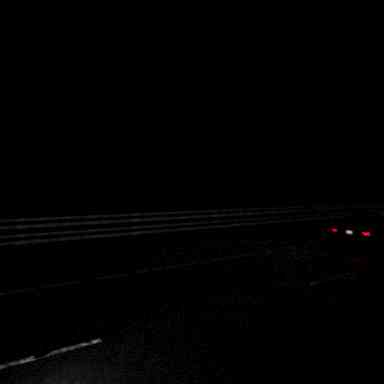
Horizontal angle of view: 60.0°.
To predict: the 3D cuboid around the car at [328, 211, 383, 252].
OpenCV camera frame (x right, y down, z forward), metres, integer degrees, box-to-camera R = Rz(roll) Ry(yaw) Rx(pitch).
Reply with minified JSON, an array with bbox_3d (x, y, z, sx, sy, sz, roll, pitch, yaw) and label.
[{"bbox_3d":[7.765,1.496,13.563,5.357,1.411,2.033,-1,1,-35],"label":"car"}]
